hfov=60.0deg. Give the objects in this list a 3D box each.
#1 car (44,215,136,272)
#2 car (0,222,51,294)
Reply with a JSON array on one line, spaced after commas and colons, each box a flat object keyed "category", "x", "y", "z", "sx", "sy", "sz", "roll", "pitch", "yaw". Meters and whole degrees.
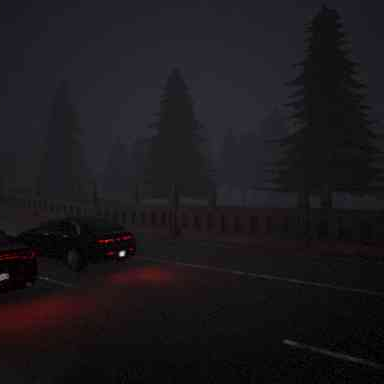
[{"category": "car", "x": -4.000, "y": 1.529, "z": 11.060, "sx": 4.892, "sy": 1.490, "sz": 1.837, "roll": 0, "pitch": 0, "yaw": 36}, {"category": "car", "x": -5.728, "y": 1.504, "z": 7.991, "sx": 5.008, "sy": 1.535, "sz": 1.882, "roll": 1, "pitch": 0, "yaw": 36}]
